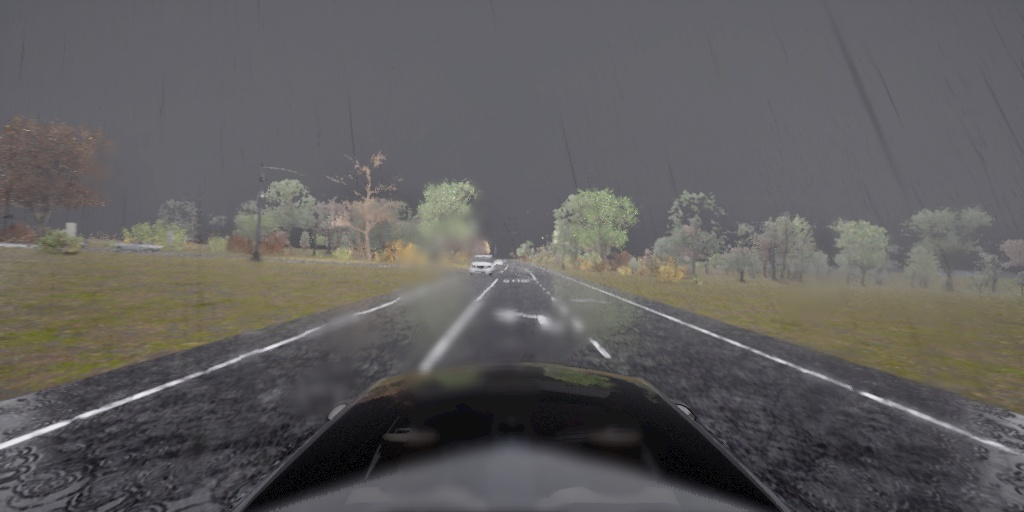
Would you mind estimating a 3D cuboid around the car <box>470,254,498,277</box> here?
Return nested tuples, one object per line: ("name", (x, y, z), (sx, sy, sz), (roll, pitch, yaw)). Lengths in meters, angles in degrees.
("car", (-2.968, 0.922, 36.888), (2.150, 2.045, 5.566), (3, 2, 0))
